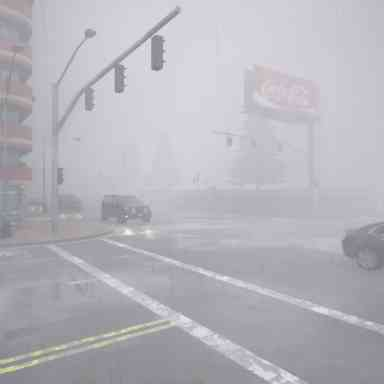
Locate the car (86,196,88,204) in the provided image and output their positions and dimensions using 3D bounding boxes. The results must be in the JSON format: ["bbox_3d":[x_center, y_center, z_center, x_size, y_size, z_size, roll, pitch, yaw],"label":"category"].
[{"bbox_3d":[-20.557,1.564,58.857,1.994,1.385,4.181,0,0,-36],"label":"car"}]

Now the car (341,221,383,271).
[{"bbox_3d":[6.541,1.505,8.850,1.837,1.490,4.892,0,0,-36],"label":"car"}]

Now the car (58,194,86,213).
[{"bbox_3d":[-14.312,1.223,37.844,2.150,2.045,5.566,0,0,-36],"label":"car"}]

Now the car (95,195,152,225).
[{"bbox_3d":[-5.074,1.222,24.928,2.150,2.045,5.566,0,0,-35],"label":"car"}]

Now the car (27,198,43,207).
[{"bbox_3d":[-24.585,1.564,52.246,1.994,1.385,4.181,0,0,-35],"label":"car"}]

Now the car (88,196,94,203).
[{"bbox_3d":[-19.974,1.478,64.040,1.882,1.535,5.008,0,0,-36],"label":"car"}]
